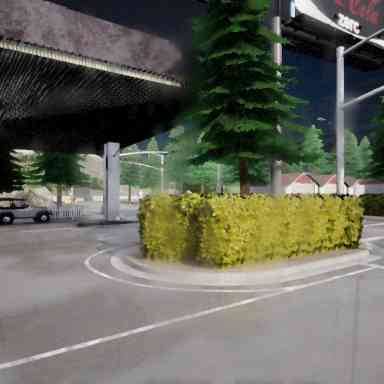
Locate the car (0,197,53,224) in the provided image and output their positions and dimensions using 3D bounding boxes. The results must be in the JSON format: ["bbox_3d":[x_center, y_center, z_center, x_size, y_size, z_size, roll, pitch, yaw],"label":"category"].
[{"bbox_3d":[-12.022,1.313,23.442,3.866,1.878,1.905,0,0,-36],"label":"car"}]
